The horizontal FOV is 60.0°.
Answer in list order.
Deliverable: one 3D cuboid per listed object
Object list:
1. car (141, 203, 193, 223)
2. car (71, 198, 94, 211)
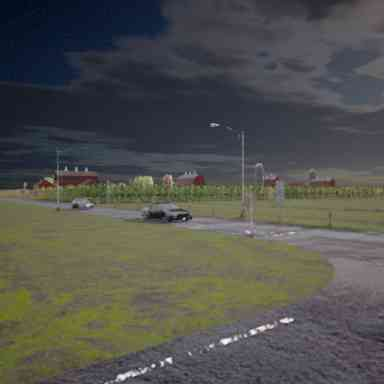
[{"bbox_3d":[-2.142,1.580,26.356,2.033,1.411,5.357,-1,0,-36],"label":"car"},{"bbox_3d":[-14.292,1.558,43.339,2.128,1.511,4.902,-1,0,-35],"label":"car"}]
